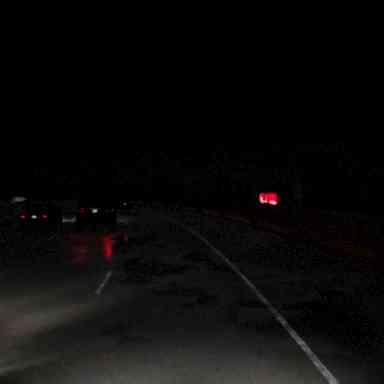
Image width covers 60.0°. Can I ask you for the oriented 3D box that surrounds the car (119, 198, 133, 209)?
[{"bbox_3d":[-8.572,1.368,40.632,1.994,1.385,4.181,0,0,-22],"label":"car"}]

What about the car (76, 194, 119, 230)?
[{"bbox_3d":[-5.871,1.124,20.798,2.150,2.045,5.566,0,0,-12],"label":"car"}]

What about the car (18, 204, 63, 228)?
[{"bbox_3d":[-9.555,1.456,21.338,2.033,1.411,5.357,0,0,-13],"label":"car"}]

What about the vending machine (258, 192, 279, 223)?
[{"bbox_3d":[5.306,1.061,23.110,1.100,2.100,0.880,0,0,-12],"label":"vending machine"}]
